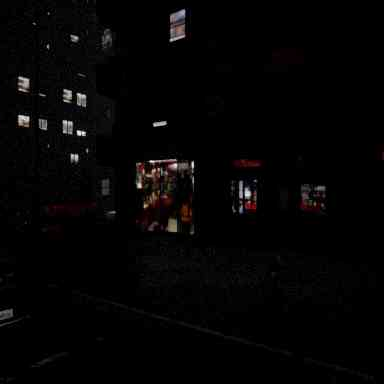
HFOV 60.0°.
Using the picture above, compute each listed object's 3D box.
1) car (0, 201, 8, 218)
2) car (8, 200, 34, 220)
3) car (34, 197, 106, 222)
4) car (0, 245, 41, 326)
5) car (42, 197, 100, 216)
[{"bbox_3d":[-14.075,1.350,26.090,2.008,1.369,4.403,1,1,35],"label":"car"},{"bbox_3d":[-11.109,1.283,25.834,1.837,1.490,4.892,0,1,35],"label":"car"},{"bbox_3d":[-8.493,1.129,24.086,2.097,1.767,4.553,0,1,36],"label":"car"},{"bbox_3d":[-4.505,1.551,6.083,4.403,1.369,2.008,0,0,35],"label":"car"},{"bbox_3d":[-10.987,1.250,30.516,1.752,1.417,4.829,1,1,35],"label":"car"}]
